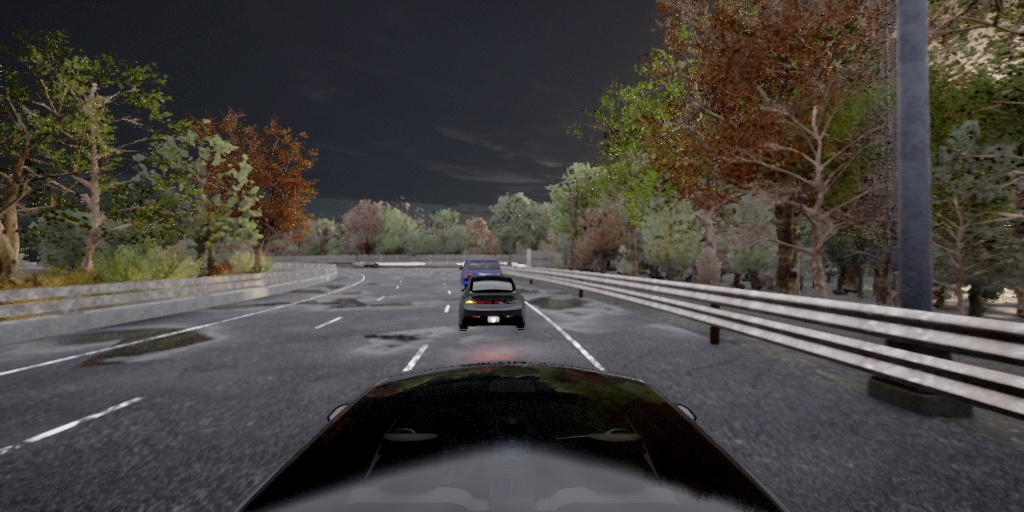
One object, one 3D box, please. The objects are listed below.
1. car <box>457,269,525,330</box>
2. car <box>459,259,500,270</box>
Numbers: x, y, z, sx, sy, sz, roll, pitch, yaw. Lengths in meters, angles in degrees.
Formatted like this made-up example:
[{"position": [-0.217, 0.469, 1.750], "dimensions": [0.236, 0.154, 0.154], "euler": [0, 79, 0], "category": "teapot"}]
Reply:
[{"position": [-0.686, 1.363, 11.543], "dimensions": [1.837, 1.490, 4.892], "euler": [0, 0, -5], "category": "car"}, {"position": [-1.806, 1.177, 20.433], "dimensions": [2.150, 2.045, 5.566], "euler": [0, 0, -9], "category": "car"}]
